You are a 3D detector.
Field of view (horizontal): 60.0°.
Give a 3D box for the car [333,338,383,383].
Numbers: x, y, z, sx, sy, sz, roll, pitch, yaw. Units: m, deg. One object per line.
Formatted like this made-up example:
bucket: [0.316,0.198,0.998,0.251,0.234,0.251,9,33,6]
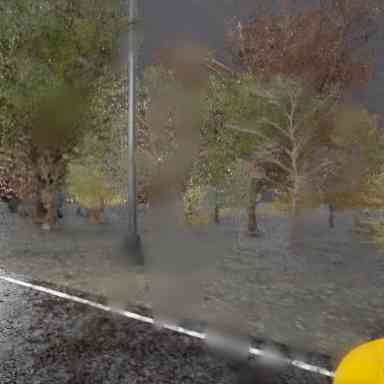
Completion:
car: [3.258,1.501,1.391,5.008,1.535,1.882,0,-1,35]
